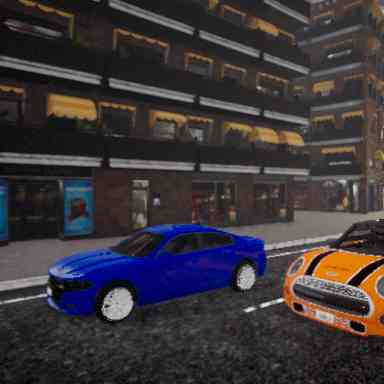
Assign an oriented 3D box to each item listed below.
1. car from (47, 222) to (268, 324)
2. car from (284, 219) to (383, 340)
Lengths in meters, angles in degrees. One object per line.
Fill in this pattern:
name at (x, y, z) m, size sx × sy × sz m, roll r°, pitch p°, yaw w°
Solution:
car at (-0.498, 1.485, 7.358) m, size 5.008 × 1.535 × 1.882 m, roll 0°, pitch 0°, yaw -36°
car at (3.891, 1.354, 6.532) m, size 4.553 × 1.767 × 2.097 m, roll 0°, pitch 0°, yaw -36°
